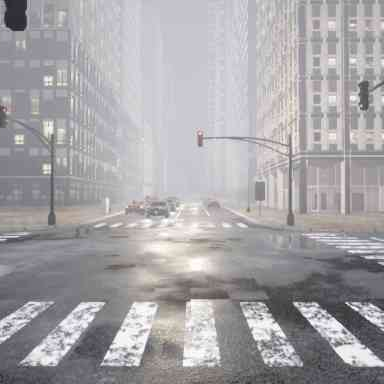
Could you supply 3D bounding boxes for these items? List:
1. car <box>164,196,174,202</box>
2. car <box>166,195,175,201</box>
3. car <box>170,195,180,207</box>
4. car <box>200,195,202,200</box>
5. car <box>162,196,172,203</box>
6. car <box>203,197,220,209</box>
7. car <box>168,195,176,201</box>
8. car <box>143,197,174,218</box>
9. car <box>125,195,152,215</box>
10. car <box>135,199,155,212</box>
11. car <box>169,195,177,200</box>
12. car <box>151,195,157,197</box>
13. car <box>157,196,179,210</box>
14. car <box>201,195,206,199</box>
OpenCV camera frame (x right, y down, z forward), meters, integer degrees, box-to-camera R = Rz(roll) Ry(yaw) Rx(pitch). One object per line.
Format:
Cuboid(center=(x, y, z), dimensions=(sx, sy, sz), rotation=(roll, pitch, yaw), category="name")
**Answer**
Cuboid(center=(-5.366, 1.581, 78.398), dimensions=(2.008, 1.369, 4.403), rotation=(1, 0, 0), category="car")
Cuboid(center=(-5.344, 1.578, 83.973), dimensions=(1.887, 1.381, 4.507), rotation=(1, 0, 0), category="car")
Cuboid(center=(-2.896, 1.371, 49.858), dimensions=(2.097, 1.767, 4.553), rotation=(0, 0, 0), category="car")
Cuboid(center=(2.948, 1.590, 61.709), dimensions=(1.947, 1.339, 4.313), rotation=(1, 0, 0), category="car")
Cuboid(center=(-5.388, 1.573, 72.823), dimensions=(1.887, 1.381, 4.507), rotation=(1, 0, 0), category="car")
Cuboid(center=(2.881, 1.599, 44.976), dimensions=(1.802, 1.307, 4.206), rotation=(1, 0, 0), category="car")
Cuboid(center=(-5.322, 1.586, 89.548), dimensions=(2.008, 1.369, 4.403), rotation=(1, 0, 0), category="car")
Cuboid(center=(-2.979, 1.516, 30.335), dimensions=(1.837, 1.490, 4.892), rotation=(0, 0, 0), category="car")
Cuboid(center=(-5.540, 1.453, 33.797), dimensions=(1.967, 1.590, 4.097), rotation=(1, 0, 0), category="car")
Cuboid(center=(-5.521, 1.597, 39.372), dimensions=(1.802, 1.307, 4.206), rotation=(1, 0, 0), category="car")
Cuboid(center=(-5.301, 1.604, 95.124), dimensions=(1.947, 1.339, 4.313), rotation=(1, 0, 0), category="car")
Cuboid(center=(-5.494, 1.332, 44.948), dimensions=(2.192, 1.841, 5.009), rotation=(1, 0, 0), category="car")
Cuboid(center=(-2.942, 1.520, 39.784), dimensions=(1.837, 1.490, 4.892), rotation=(0, 0, 0), category="car")
Cuboid(center=(2.927, 1.547, 56.302), dimensions=(1.752, 1.417, 4.829), rotation=(1, 0, 0), category="car")
